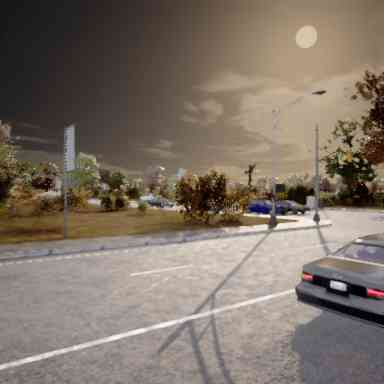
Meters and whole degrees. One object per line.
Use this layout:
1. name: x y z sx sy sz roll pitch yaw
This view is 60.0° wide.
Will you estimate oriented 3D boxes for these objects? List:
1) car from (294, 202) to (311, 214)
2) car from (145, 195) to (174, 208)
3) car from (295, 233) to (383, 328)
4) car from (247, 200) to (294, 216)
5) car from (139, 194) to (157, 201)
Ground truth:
1. car: 10.459 1.661 36.983 2.033 1.411 5.357 0 0 -39
2. car: -4.589 1.593 50.111 2.128 1.511 4.902 0 0 -39
3. car: 4.430 1.592 6.917 5.357 1.411 2.033 0 0 -36
4. car: 7.673 1.581 34.858 1.882 1.535 5.008 0 0 -40
5. car: -9.417 1.356 73.076 2.150 2.045 5.566 0 0 -38
